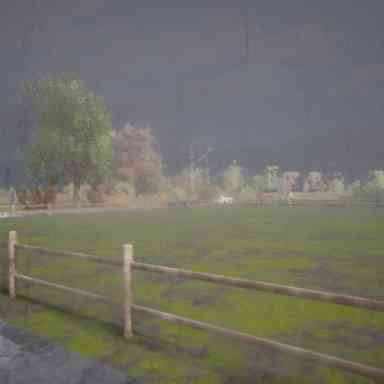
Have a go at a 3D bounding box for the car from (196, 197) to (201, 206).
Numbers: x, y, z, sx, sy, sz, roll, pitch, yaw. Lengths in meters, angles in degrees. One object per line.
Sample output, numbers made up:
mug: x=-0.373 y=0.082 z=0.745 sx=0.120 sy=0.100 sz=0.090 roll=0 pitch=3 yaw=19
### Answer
car: x=-0.364 y=1.817 z=64.243 sx=2.097 sy=1.767 sz=4.553 roll=-1 pitch=-1 yaw=40

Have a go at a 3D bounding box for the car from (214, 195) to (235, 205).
car: x=6.685 y=1.640 z=68.483 sx=2.150 sy=2.045 sz=5.566 roll=-1 pitch=-1 yaw=39

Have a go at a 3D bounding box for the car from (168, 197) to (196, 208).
car: x=-2.082 y=1.933 z=57.734 sx=1.837 sy=1.490 sz=4.892 roll=-1 pitch=0 yaw=40
